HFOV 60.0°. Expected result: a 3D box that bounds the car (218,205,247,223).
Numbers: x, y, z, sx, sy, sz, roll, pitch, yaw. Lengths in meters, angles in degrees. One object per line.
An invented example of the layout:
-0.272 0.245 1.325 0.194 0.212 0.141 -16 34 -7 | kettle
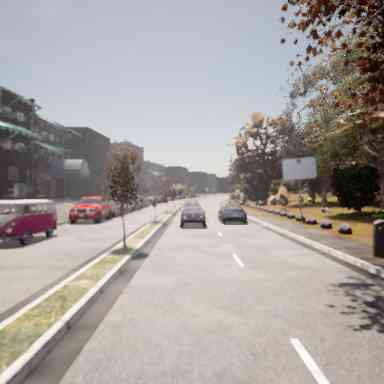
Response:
3.224 1.711 26.910 1.994 1.385 4.181 0 0 0 | car

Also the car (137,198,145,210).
-7.975 1.716 43.639 2.163 1.488 4.792 0 0 0 | car

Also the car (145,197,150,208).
-7.950 1.740 49.216 2.002 1.452 4.674 0 0 0 | car

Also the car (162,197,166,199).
-7.639 1.755 75.355 2.163 1.488 4.792 0 0 3 | car

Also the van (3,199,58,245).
-8.103 1.354 15.820 1.878 1.987 4.442 0 0 0 | van

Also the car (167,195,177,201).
-6.285 1.711 93.362 1.946 1.575 5.366 0 0 7 | car

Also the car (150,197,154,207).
-7.924 1.711 54.767 2.231 1.521 4.892 0 0 0 | car

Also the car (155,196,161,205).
-7.873 1.723 65.759 2.097 1.535 5.008 0 0 1 | car

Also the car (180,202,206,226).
0.076 1.684 24.560 2.033 1.411 5.357 0 0 0 | car

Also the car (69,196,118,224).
-8.053 1.380 27.001 2.435 2.045 5.566 0 0 0 | car

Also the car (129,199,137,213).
-8.002 1.711 38.123 2.002 1.452 4.674 0 0 0 | car

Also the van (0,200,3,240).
-8.129 1.324 10.273 1.878 1.987 4.442 0 0 0 | van

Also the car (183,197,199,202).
0.094 1.753 41.999 2.033 1.411 5.357 0 0 1 | car

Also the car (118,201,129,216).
-8.026 1.683 32.544 2.163 1.488 4.792 0 0 0 | car
